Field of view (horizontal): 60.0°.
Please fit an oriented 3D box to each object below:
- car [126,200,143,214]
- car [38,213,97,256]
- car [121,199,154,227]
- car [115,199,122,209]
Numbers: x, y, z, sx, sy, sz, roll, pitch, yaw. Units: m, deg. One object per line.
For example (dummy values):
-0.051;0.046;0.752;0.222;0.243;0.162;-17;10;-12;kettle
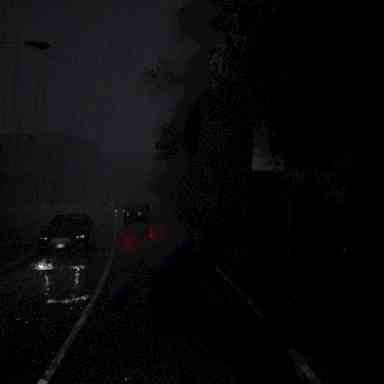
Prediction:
-7.113;1.840;41.752;1.882;1.535;5.008;-1;0;-8;car
-5.185;1.687;14.273;2.128;1.511;4.902;-1;0;-11;car
-4.134;1.584;25.495;2.097;1.767;4.553;-1;0;-12;car
-11.603;1.964;55.541;1.812;1.442;4.674;0;0;-1;car
